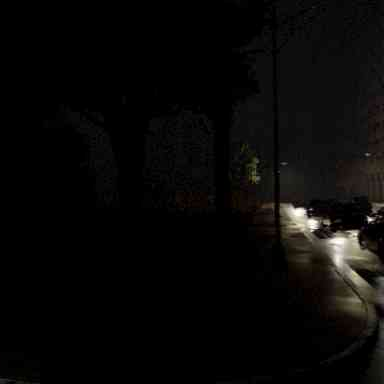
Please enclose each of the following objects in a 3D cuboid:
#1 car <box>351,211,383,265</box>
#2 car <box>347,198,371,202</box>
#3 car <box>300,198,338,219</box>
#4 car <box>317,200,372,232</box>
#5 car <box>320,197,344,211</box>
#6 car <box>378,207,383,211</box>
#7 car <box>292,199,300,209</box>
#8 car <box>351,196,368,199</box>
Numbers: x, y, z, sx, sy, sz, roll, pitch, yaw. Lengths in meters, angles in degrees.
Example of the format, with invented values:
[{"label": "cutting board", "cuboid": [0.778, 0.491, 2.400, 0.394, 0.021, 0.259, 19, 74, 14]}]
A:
[{"label": "car", "cuboid": [7.170, 1.571, 11.413, 1.994, 1.385, 4.181, -1, 0, 13]}, {"label": "car", "cuboid": [14.580, 1.526, 29.813, 1.994, 1.385, 4.181, -1, 0, 12]}, {"label": "car", "cuboid": [11.238, 1.382, 29.784, 2.097, 1.767, 4.553, -1, 0, 13]}, {"label": "car", "cuboid": [9.105, 1.495, 20.151, 1.882, 1.535, 5.008, -1, 0, 13]}, {"label": "car", "cuboid": [17.017, 1.454, 40.623, 1.882, 1.535, 5.008, -1, -1, 13]}, {"label": "car", "cuboid": [12.405, 1.514, 20.004, 1.994, 1.385, 4.181, -1, 0, 13]}, {"label": "car", "cuboid": [14.722, 1.651, 45.107, 1.895, 1.301, 4.718, -1, 0, 13]}, {"label": "car", "cuboid": [20.676, 1.259, 41.477, 2.097, 1.767, 4.553, -1, 0, 12]}]
